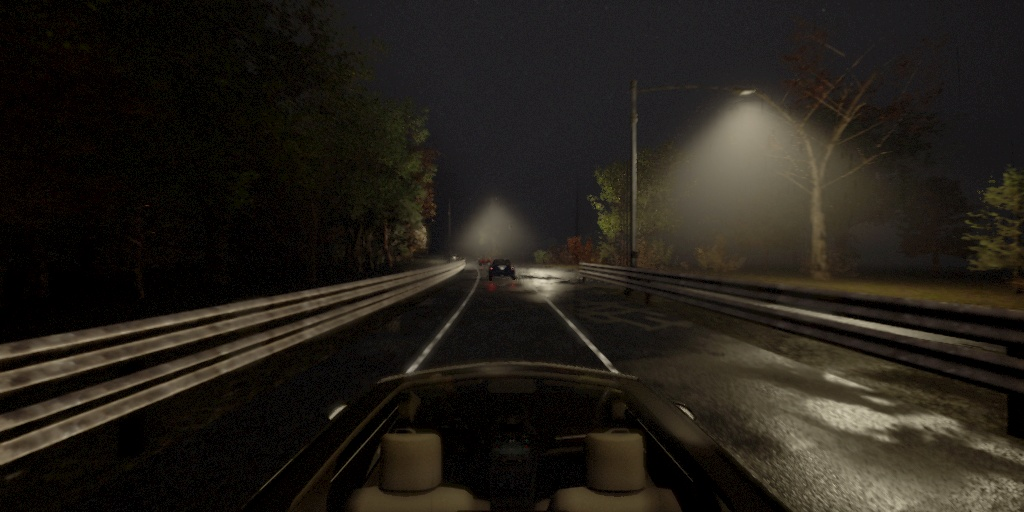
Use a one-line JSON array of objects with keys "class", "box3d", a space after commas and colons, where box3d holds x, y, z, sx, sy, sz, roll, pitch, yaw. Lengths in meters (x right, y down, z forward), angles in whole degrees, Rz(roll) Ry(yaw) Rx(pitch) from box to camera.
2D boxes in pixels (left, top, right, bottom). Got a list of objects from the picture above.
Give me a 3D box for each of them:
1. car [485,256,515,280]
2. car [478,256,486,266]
[{"class": "car", "box3d": [-0.922, 0.968, 29.649, 2.097, 1.767, 4.553, 0, 0, -4]}, {"class": "car", "box3d": [-4.684, 0.800, 61.300, 2.097, 1.767, 4.553, 0, 0, -9]}]
